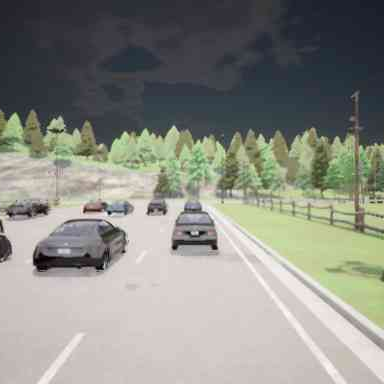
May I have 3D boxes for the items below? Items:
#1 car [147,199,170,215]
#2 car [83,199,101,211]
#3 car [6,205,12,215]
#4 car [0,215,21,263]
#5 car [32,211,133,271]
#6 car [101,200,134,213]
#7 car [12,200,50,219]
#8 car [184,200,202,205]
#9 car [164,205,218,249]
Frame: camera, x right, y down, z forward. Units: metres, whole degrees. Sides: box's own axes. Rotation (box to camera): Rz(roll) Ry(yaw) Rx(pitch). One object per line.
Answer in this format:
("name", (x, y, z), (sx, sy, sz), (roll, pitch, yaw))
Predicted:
("car", (-3.397, 1.444, 33.622), (1.837, 1.490, 4.892), (0, 0, 0))
("car", (-10.397, 1.498, 36.399), (1.994, 1.385, 4.181), (0, 0, 0))
("car", (-10.399, 1.325, 14.727), (2.097, 1.767, 4.553), (0, 0, 0))
("car", (-6.899, 1.547, 9.226), (1.994, 1.385, 4.181), (0, 0, 0))
("car", (-3.399, 1.544, 10.842), (1.994, 1.385, 4.181), (0, 0, 0))
("car", (-6.897, 1.489, 32.354), (2.033, 1.411, 5.357), (0, 0, 0))
("car", (-13.898, 1.440, 28.573), (2.128, 1.511, 4.902), (0, 0, 0))
("car", (0.103, 1.499, 36.103), (1.994, 1.385, 4.181), (0, 0, 0))
("car", (0.102, 1.521, 14.447), (2.033, 1.411, 5.357), (0, 0, 0))
